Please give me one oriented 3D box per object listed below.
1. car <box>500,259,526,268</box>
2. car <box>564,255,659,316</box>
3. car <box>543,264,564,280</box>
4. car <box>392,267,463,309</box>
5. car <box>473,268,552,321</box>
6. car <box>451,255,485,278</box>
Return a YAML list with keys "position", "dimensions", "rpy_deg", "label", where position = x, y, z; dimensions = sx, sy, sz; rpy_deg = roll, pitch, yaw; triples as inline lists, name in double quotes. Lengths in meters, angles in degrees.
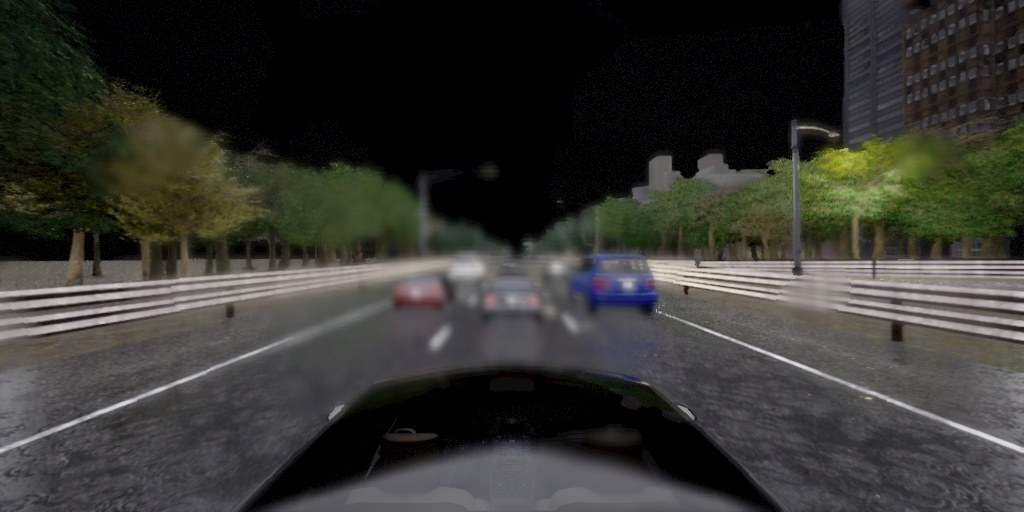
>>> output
- position: [0.053, 1.254, 29.591]
  dimensions: [1.837, 1.490, 4.892]
  rpy_deg: [0, 0, 1]
  label: "car"
- position: [3.538, 0.978, 13.425]
  dimensions: [2.150, 2.045, 5.566]
  rpy_deg: [0, 0, 0]
  label: "car"
- position: [3.556, 1.312, 29.819]
  dimensions: [1.994, 1.385, 4.181]
  rpy_deg: [0, 0, 0]
  label: "car"
- position: [-3.447, 1.320, 14.945]
  dimensions: [1.994, 1.385, 4.181]
  rpy_deg: [0, 0, 0]
  label: "car"
- position: [0.029, 1.302, 12.415]
  dimensions: [2.033, 1.411, 5.357]
  rpy_deg: [0, 0, 1]
  label: "car"
- position: [-3.459, 0.973, 28.496]
  dimensions: [2.150, 2.045, 5.566]
  rpy_deg: [0, 0, 0]
  label: "car"
